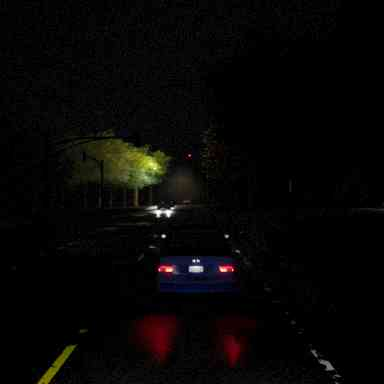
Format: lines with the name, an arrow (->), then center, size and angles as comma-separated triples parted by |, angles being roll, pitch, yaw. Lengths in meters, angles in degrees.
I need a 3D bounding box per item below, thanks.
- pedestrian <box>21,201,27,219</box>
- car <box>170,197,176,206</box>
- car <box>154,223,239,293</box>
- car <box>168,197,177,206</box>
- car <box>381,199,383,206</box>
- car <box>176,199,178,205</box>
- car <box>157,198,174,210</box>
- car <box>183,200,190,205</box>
pedestrian -> -18.094, 1.918, 35.666 | 0.375, 1.860, 0.375 | 0, 1, 2
car -> -4.380, 1.927, 59.939 | 2.097, 1.767, 4.553 | 0, -1, -1
car -> 0.089, 1.550, 8.997 | 2.033, 1.411, 5.357 | 0, 0, 0
car -> -4.840, 2.340, 83.508 | 2.150, 2.045, 5.566 | 0, -2, -1
car -> 19.964, 0.666, 30.339 | 4.892, 1.490, 1.837 | -2, -1, 2
car -> -4.527, 2.314, 69.676 | 1.994, 1.385, 4.181 | 0, -1, -1
car -> -4.173, 2.000, 49.827 | 1.895, 1.301, 4.718 | 0, -1, -1
car -> -1.509, 2.963, 91.001 | 1.895, 1.301, 4.718 | 0, -2, -1
